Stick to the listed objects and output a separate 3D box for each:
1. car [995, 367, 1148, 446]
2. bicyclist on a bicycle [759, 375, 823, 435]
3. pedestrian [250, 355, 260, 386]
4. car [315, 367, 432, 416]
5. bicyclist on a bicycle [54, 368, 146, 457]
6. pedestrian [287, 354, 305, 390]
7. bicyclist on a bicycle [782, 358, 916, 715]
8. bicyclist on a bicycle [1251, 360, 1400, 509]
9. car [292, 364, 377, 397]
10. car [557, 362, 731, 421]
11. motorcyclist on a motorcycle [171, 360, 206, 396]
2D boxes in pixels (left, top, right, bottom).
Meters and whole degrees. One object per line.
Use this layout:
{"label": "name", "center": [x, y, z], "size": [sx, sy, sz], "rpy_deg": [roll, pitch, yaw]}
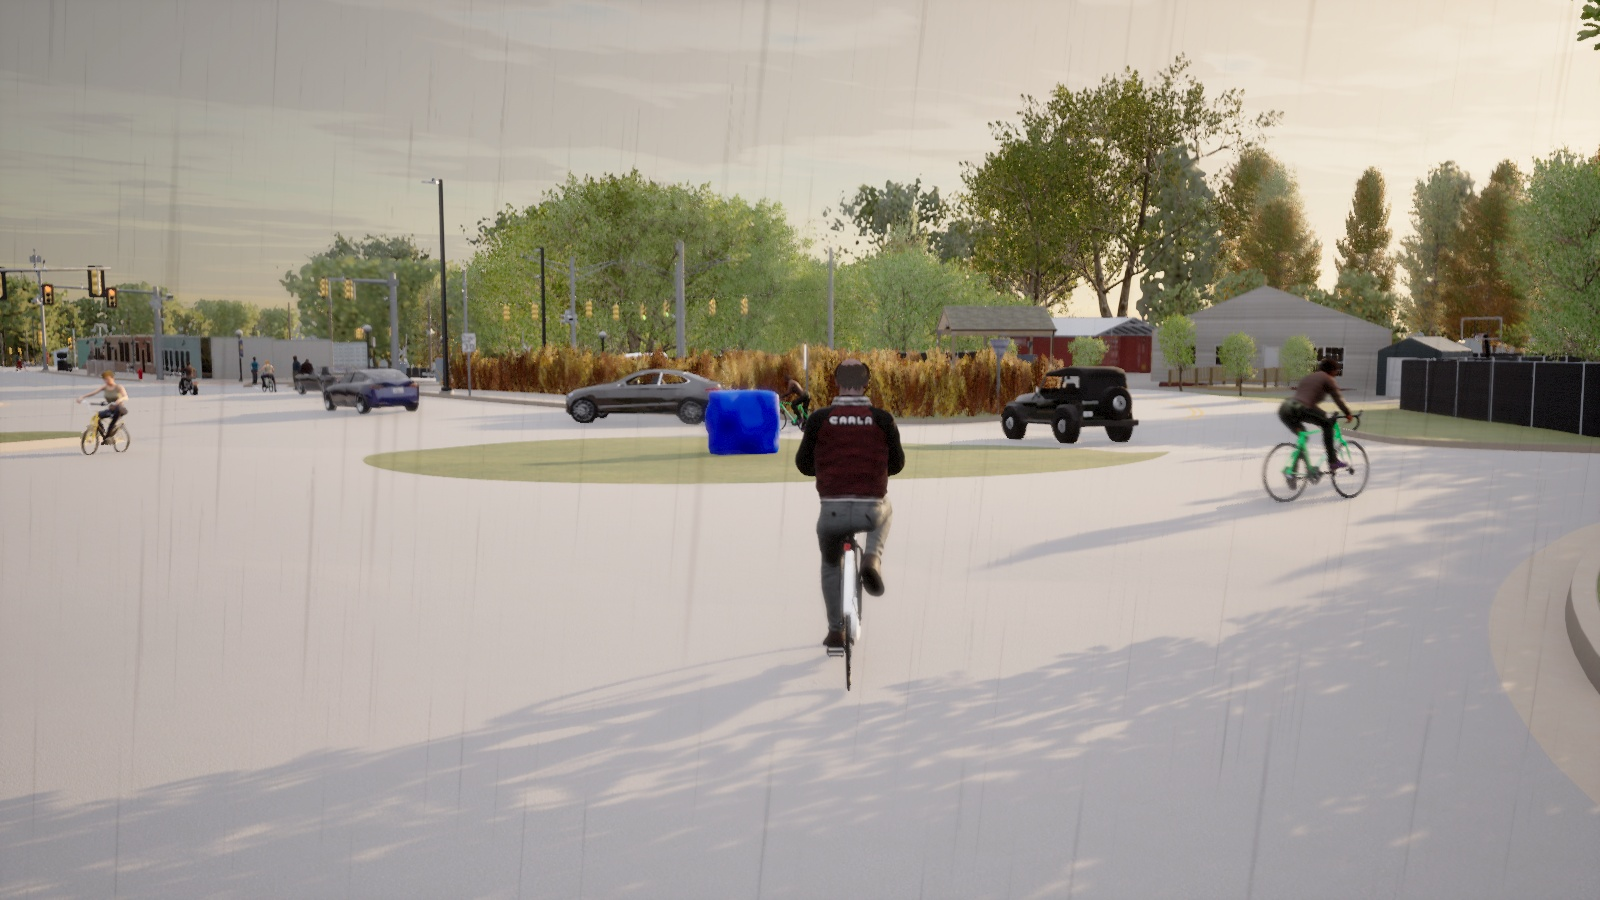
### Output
{"label": "car", "center": [6.812, -1.152, 31.917], "size": [1.905, 1.878, 3.866], "rpy_deg": [-2, 4, -23]}
{"label": "bicyclist on a bicycle", "center": [-0.237, -1.257, 34.857], "size": [1.656, 1.620, 0.582], "rpy_deg": [2, 5, 11]}
{"label": "pedestrian", "center": [-34.435, -5.047, 79.391], "size": [0.396, 1.930, 0.692], "rpy_deg": [-4, 7, -34]}
{"label": "car", "center": [-14.845, -2.081, 43.535], "size": [2.163, 1.488, 4.792], "rpy_deg": [-6, 7, -40]}
{"label": "bicyclist on a bicycle", "center": [-13.396, -0.733, 24.069], "size": [0.866, 1.612, 1.509], "rpy_deg": [2, 3, 3]}
{"label": "pedestrian", "center": [-26.260, -4.056, 65.417], "size": [0.370, 1.835, 0.726], "rpy_deg": [5, 8, 42]}
{"label": "bicyclist on a bicycle", "center": [0.299, 0.372, 7.153], "size": [0.659, 1.776, 1.843], "rpy_deg": [0, 4, 4]}
{"label": "bicyclist on a bicycle", "center": [5.973, -0.203, 14.269], "size": [1.656, 1.620, 0.582], "rpy_deg": [-2, 3, -24]}
{"label": "car", "center": [-20.611, -3.097, 55.453], "size": [1.895, 1.301, 4.718], "rpy_deg": [-5, 7, -41]}
{"label": "car", "center": [-4.763, -1.832, 38.819], "size": [5.027, 1.651, 2.152], "rpy_deg": [1, 6, 4]}
{"label": "motorcyclist on a motorcycle", "center": [-28.901, -3.401, 59.308], "size": [0.766, 1.649, 2.350], "rpy_deg": [-5, 5, -42]}
